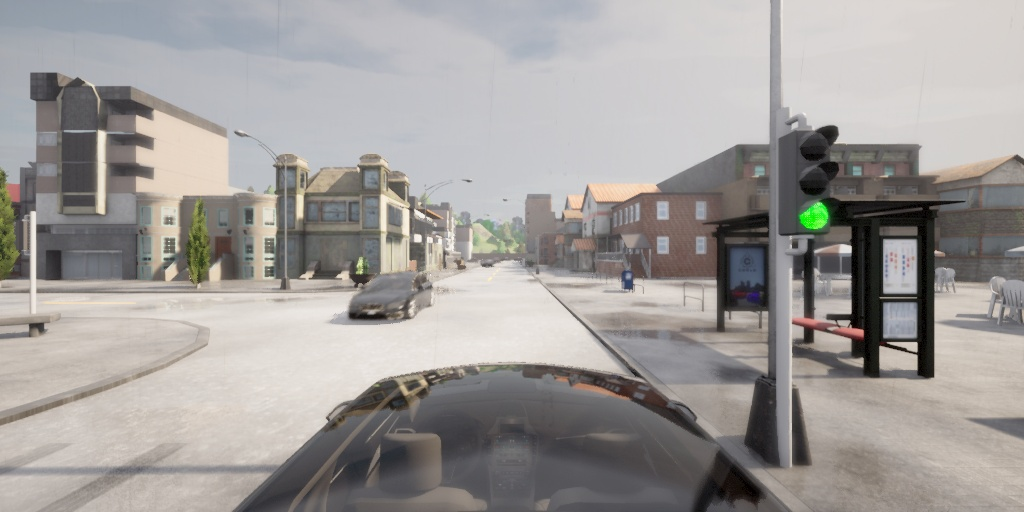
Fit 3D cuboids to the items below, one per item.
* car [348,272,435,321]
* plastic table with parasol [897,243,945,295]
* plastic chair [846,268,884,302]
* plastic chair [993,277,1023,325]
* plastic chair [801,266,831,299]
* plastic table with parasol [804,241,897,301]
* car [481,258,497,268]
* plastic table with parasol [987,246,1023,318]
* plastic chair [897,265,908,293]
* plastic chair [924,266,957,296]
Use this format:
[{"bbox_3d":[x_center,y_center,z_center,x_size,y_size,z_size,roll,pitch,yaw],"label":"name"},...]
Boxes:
[{"bbox_3d":[-4.001,1.342,12.640,1.837,1.490,4.892,0,1,0],"label":"car"},{"bbox_3d":[22.509,0.675,20.235,2.482,2.480,2.482,0,0,0],"label":"plastic table with parasol"},{"bbox_3d":[15.799,1.279,16.065,0.750,1.272,0.730,0,0,0],"label":"plastic chair"},{"bbox_3d":[13.899,1.279,9.665,0.730,1.272,0.750,0,0,0],"label":"plastic chair"},{"bbox_3d":[14.699,1.279,17.465,0.730,1.272,0.750,0,0,0],"label":"plastic chair"},{"bbox_3d":[15.919,0.675,17.345,2.482,2.480,2.482,0,0,0],"label":"plastic table with parasol"},{"bbox_3d":[-4.008,1.357,59.369,1.895,1.301,4.718,0,0,0],"label":"car"},{"bbox_3d":[15.169,0.675,9.525,2.482,2.480,2.482,0,0,0],"label":"plastic table with parasol"},{"bbox_3d":[21.331,1.279,20.161,0.730,1.272,0.750,0,0,-1],"label":"plastic chair"},{"bbox_3d":[22.499,1.279,18.765,0.750,1.272,0.730,0,0,0],"label":"plastic chair"}]
